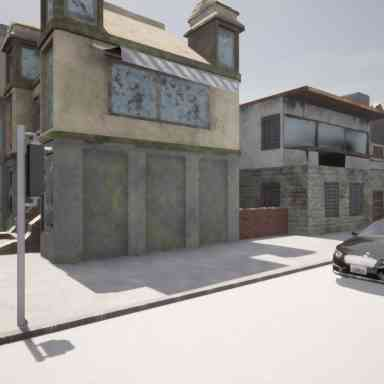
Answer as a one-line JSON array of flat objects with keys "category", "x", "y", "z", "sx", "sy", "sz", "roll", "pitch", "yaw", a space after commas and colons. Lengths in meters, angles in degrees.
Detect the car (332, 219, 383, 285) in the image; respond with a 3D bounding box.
[{"category": "car", "x": 5.713, "y": 1.492, "z": 9.026, "sx": 4.902, "sy": 1.511, "sz": 2.128, "roll": 0, "pitch": 0, "yaw": -37}]
